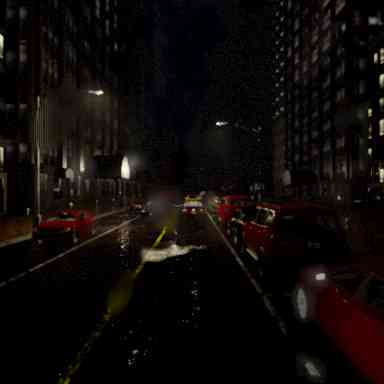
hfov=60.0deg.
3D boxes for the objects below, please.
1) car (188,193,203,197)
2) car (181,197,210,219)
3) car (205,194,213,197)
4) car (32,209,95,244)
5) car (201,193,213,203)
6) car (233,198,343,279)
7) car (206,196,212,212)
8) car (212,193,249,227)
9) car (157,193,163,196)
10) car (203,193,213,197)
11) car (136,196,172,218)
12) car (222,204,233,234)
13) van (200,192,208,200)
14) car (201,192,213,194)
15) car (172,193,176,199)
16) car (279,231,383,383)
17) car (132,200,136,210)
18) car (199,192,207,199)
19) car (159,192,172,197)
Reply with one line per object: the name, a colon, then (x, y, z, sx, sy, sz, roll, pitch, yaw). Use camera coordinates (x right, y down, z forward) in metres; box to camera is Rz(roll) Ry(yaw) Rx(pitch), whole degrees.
car: (0.094, 1.191, 44.408, 1.882, 1.535, 5.008, 0, 1, 0)
car: (0.096, 1.374, 26.936, 2.033, 1.411, 5.357, 0, 0, 0)
car: (2.689, 1.283, 37.605, 1.752, 1.417, 4.829, 0, 0, 0)
car: (-5.688, 1.483, 15.277, 1.802, 1.307, 4.206, 0, 0, 0)
car: (2.686, 1.055, 59.591, 1.967, 1.590, 4.097, 0, 0, 0)
car: (2.694, 1.252, 9.738, 2.192, 1.841, 5.009, 0, 0, 0)
car: (2.690, 1.345, 31.896, 2.008, 1.369, 4.403, 0, 0, 0)
car: (2.693, 1.181, 20.817, 2.192, 1.841, 5.009, 0, 0, 0)
car: (-5.693, 1.268, 48.512, 1.802, 1.307, 4.206, 0, 0, 0)
car: (2.688, 1.253, 48.514, 1.947, 1.339, 4.313, 0, 0, 0)
car: (-3.105, 1.365, 28.188, 2.033, 1.411, 5.357, 0, 0, 0)
car: (2.692, 1.467, 15.279, 1.947, 1.339, 4.313, 0, 0, 0)
van: (2.684, 0.847, 76.208, 1.690, 1.788, 3.998, 0, 0, 0)
car: (2.688, 0.966, 54.051, 2.192, 1.841, 5.009, 0, 0, 0)
car: (-5.698, 1.014, 81.747, 1.887, 1.381, 4.507, 0, 0, 0)
car: (2.693, 1.517, 4.200, 1.887, 1.381, 4.507, 0, 0, 0)
car: (-5.691, 1.340, 37.434, 1.802, 1.307, 4.206, 0, 0, 0)
car: (2.683, 0.910, 81.748, 1.967, 1.590, 4.097, 0, 0, 0)
car: (-5.694, 0.893, 65.128, 2.192, 1.841, 5.009, 0, 0, 0)
